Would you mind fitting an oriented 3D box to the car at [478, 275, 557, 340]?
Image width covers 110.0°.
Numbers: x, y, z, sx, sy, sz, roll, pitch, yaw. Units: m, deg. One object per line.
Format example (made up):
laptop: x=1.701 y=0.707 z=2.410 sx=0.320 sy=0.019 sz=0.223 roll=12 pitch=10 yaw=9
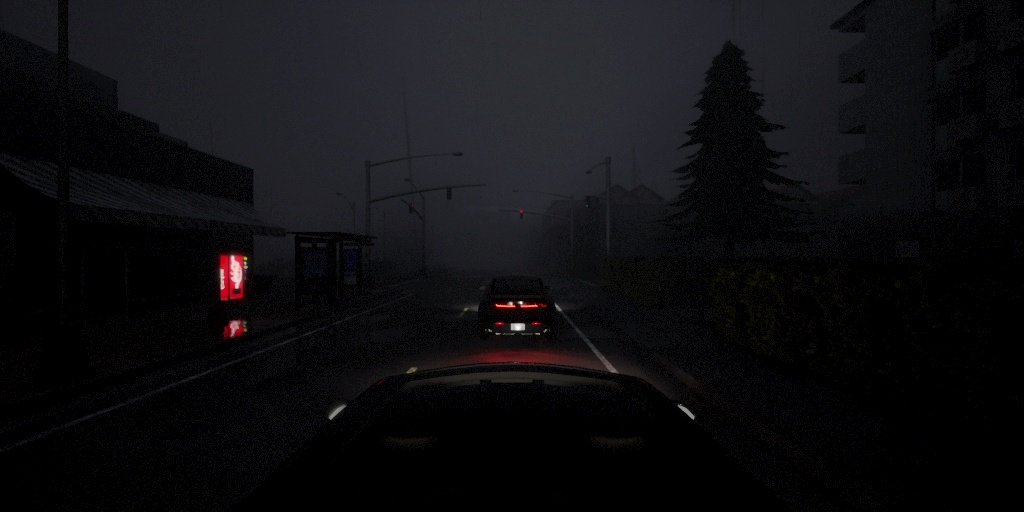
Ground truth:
car: x=0.118 y=1.255 z=10.022 sx=1.837 sy=1.490 sz=4.892 roll=0 pitch=0 yaw=0
